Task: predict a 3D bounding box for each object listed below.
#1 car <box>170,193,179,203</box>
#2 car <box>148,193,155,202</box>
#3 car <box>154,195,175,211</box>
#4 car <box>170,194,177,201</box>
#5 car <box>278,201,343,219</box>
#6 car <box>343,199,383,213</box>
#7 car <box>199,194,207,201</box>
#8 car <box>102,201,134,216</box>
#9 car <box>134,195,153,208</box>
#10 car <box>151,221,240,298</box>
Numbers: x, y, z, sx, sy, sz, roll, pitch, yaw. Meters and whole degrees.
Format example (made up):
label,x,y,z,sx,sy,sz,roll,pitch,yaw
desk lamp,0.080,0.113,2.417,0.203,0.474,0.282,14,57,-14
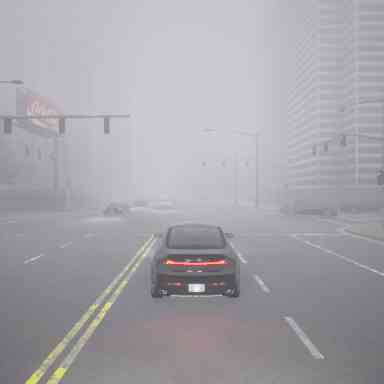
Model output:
label,x,y,z,sx,sy,sz,roll,pitch,yaw
car,-3.976,1.225,72.132,2.150,2.045,5.566,0,0,0
car,-7.457,1.492,68.632,2.128,1.511,4.902,0,0,0
car,-3.493,1.526,41.876,1.812,1.442,4.674,0,0,-6
car,-3.950,1.525,56.803,1.812,1.442,4.674,0,0,-1
car,9.985,1.491,28.876,4.902,1.511,2.128,0,0,11
car,18.443,1.477,35.713,5.008,1.535,1.882,0,0,-1
car,2.912,1.355,88.755,2.097,1.767,4.553,0,0,0
car,-7.312,1.601,32.501,1.895,1.301,4.718,0,0,0
car,-7.418,1.563,49.082,1.994,1.385,4.181,0,0,0
car,0.055,1.505,8.498,1.837,1.490,4.892,0,0,-1
